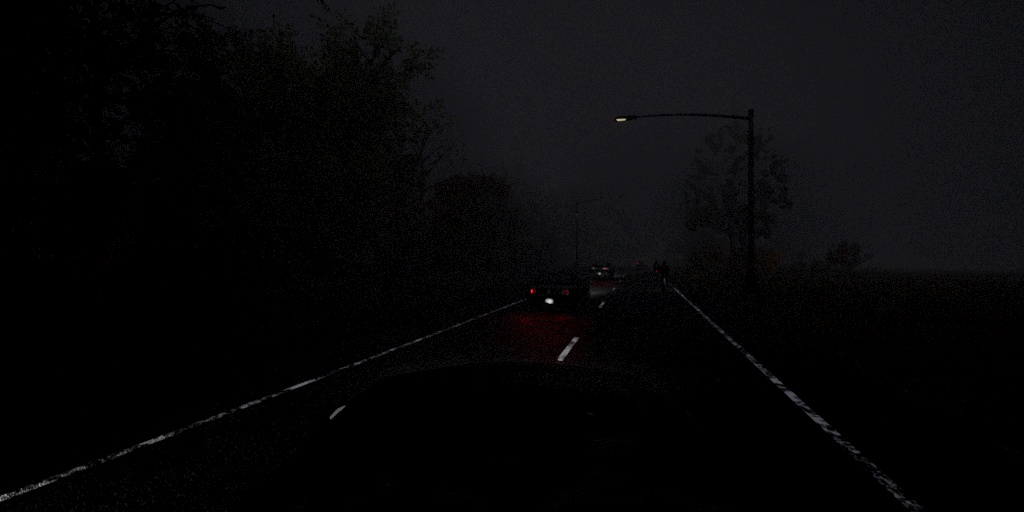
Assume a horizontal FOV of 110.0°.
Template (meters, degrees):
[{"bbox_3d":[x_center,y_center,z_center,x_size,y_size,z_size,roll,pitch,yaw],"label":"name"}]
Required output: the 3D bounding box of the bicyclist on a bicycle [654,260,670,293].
[{"bbox_3d":[8.308,1.125,19.617,0.659,1.776,1.843,0,0,19],"label":"bicyclist on a bicycle"}]

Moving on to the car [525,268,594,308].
[{"bbox_3d":[2.126,1.353,15.251,1.895,1.301,4.718,0,0,20],"label":"car"}]

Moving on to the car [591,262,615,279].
[{"bbox_3d":[8.115,1.249,32.152,2.128,1.511,4.902,0,0,20],"label":"car"}]
